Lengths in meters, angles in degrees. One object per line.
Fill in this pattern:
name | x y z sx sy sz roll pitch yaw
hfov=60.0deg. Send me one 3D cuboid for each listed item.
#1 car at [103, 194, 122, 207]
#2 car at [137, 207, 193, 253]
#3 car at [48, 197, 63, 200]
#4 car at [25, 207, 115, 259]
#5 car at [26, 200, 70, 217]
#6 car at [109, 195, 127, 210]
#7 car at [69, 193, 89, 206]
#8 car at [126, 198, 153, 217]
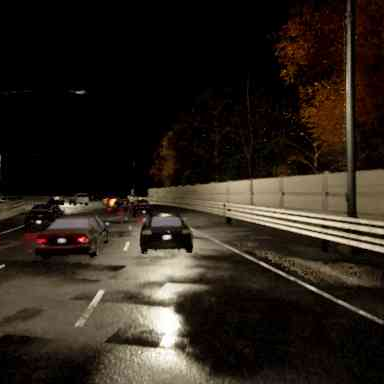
car | -11.704 1.340 50.099 2.097 1.767 4.553 0 0 -21
car | -1.100 1.550 13.690 1.994 1.385 4.181 0 0 -7
car | -21.868 1.530 53.516 2.128 1.511 4.902 0 0 -33
car | -4.333 1.552 12.758 2.033 1.411 5.357 0 0 -7
car | -9.539 1.524 21.910 1.837 1.490 4.892 0 0 -13
car | -9.118 1.475 43.576 2.128 1.511 4.902 0 0 -22
car | -18.866 1.238 55.310 2.150 2.045 5.566 0 0 -33
car | -4.765 1.484 30.990 1.837 1.490 4.892 0 0 -16
